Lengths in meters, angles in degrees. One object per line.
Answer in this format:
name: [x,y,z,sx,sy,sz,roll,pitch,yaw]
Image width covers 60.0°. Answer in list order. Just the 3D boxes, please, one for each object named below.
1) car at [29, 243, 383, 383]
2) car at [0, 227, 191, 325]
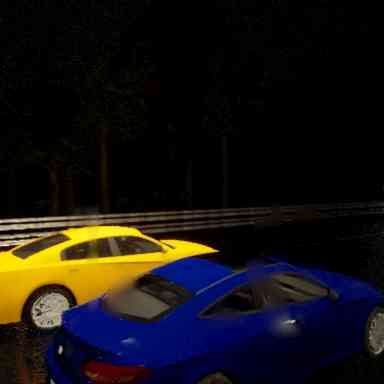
car: [0.684,1.508,4.232,4.674,1.442,1.812,0,0,-35]
car: [-1.634,1.462,6.879,5.008,1.535,1.882,0,0,-35]
